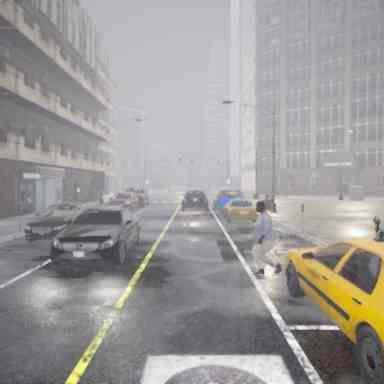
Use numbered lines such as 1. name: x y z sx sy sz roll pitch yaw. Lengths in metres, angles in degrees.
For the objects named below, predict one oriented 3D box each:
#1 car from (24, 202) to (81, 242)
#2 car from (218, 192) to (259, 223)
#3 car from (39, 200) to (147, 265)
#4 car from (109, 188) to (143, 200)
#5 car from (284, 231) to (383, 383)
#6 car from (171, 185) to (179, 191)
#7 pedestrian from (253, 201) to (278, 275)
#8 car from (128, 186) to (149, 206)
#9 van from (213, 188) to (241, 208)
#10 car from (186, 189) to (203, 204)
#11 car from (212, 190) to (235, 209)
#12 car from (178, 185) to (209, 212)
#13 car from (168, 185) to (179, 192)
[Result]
1. car: -5.209 1.138 13.711 2.008 1.369 4.403 0 2 0
2. car: 2.713 0.947 19.363 1.752 1.417 4.829 0 2 0
3. car: -2.771 1.207 10.531 1.812 1.442 4.674 0 2 0
4. car: -5.127 0.704 24.774 1.967 1.590 4.097 0 2 0
5. car: 2.786 1.306 4.852 1.801 1.575 5.366 0 2 0
6. car: -4.646 -1.109 90.390 1.967 1.590 4.097 0 2 0
7. pedestrian: 1.736 1.055 7.854 0.375 1.860 0.375 0 1 0
8. car: -5.085 0.420 30.304 2.192 1.841 5.009 0 2 0
9. van: 2.754 0.607 24.719 1.690 1.788 3.998 0 2 0
10. car: 0.266 0.468 36.006 1.812 1.442 4.674 0 2 0
11. car: 2.794 0.627 30.428 1.752 1.417 4.829 0 2 0
12. car: 0.261 0.561 26.689 2.097 1.767 4.553 0 2 1
13. car: -4.729 -0.725 79.121 1.752 1.417 4.829 0 2 0
